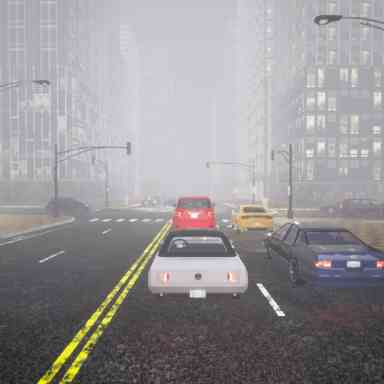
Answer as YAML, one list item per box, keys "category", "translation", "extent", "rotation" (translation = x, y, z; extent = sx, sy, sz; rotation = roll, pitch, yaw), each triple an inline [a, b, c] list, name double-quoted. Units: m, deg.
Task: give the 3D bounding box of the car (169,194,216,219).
- category: "car"
  translation: [0.118, 1.211, 18.143]
  extent: [2.150, 2.045, 5.566]
  rotation: [0, 0, 0]

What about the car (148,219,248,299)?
- category: "car"
  translation: [0.110, 1.597, 8.384]
  extent: [1.895, 1.301, 4.718]
  rotation: [0, 0, 0]

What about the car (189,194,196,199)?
- category: "car"
  translation: [0.092, 1.262, 92.040]
  extent: [1.812, 1.442, 4.674]
  rotation: [0, 0, 0]

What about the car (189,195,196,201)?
- category: "car"
  translation: [0.082, 1.438, 82.038]
  extent: [1.812, 1.442, 4.674]
  rotation: [0, 0, 0]

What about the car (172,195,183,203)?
- category: "car"
  translation: [-3.179, 1.462, 71.581]
  extent: [2.128, 1.511, 4.902]
  rotation: [0, 0, 0]

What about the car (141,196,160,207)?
- category: "car"
  translation: [-6.544, 1.454, 50.799]
  extent: [2.128, 1.511, 4.902]
  rotation: [0, 0, 0]

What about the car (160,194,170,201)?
- category: "car"
  translation: [-6.420, 1.279, 80.673]
  extent: [2.097, 1.767, 4.553]
  rotation: [0, 0, 0]

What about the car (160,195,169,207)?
- category: "car"
  translation: [-3.288, 1.526, 51.233]
  extent: [1.994, 1.385, 4.181]
  rotation: [0, 0, 0]

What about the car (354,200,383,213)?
- category: "car"
  translation: [21.849, 1.640, 39.098]
  extent: [4.829, 1.417, 1.752]
  rotation: [1, 0, 1]

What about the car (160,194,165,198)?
- category: "car"
  translation: [-6.493, 1.429, 60.473]
  extent: [1.882, 1.535, 5.008]
  rotation: [0, 0, -1]

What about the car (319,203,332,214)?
- category: "car"
  translation: [16.557, 1.588, 36.596]
  extent: [5.008, 1.535, 1.882]
  rotation: [1, 1, 1]

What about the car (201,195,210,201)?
- category: "car"
  translation: [3.332, 1.454, 81.619]
  extent: [2.033, 1.411, 5.357]
  rotation: [0, 0, 0]

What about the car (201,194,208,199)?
- category: "car"
  translation: [3.342, 1.262, 92.036]
  extent: [1.812, 1.442, 4.674]
  rotation: [0, 0, 0]

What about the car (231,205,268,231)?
- category: "car"
  translation: [3.373, 1.467, 19.230]
  extent: [1.882, 1.535, 5.008]
  rotation: [0, 0, 1]

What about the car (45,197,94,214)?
- category: "car"
  translation: [-12.361, 1.257, 33.876]
  extent: [4.553, 1.767, 2.097]
  rotation: [1, 1, 1]

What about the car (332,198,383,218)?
- category: "car"
  translation: [16.232, 1.517, 30.817]
  extent: [5.009, 1.841, 2.192]
  rotation: [1, 0, 1]

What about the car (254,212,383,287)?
- category: "car"
  translation: [3.365, 1.543, 9.411]
  extent: [2.033, 1.411, 5.357]
  rotation: [0, 0, 0]
